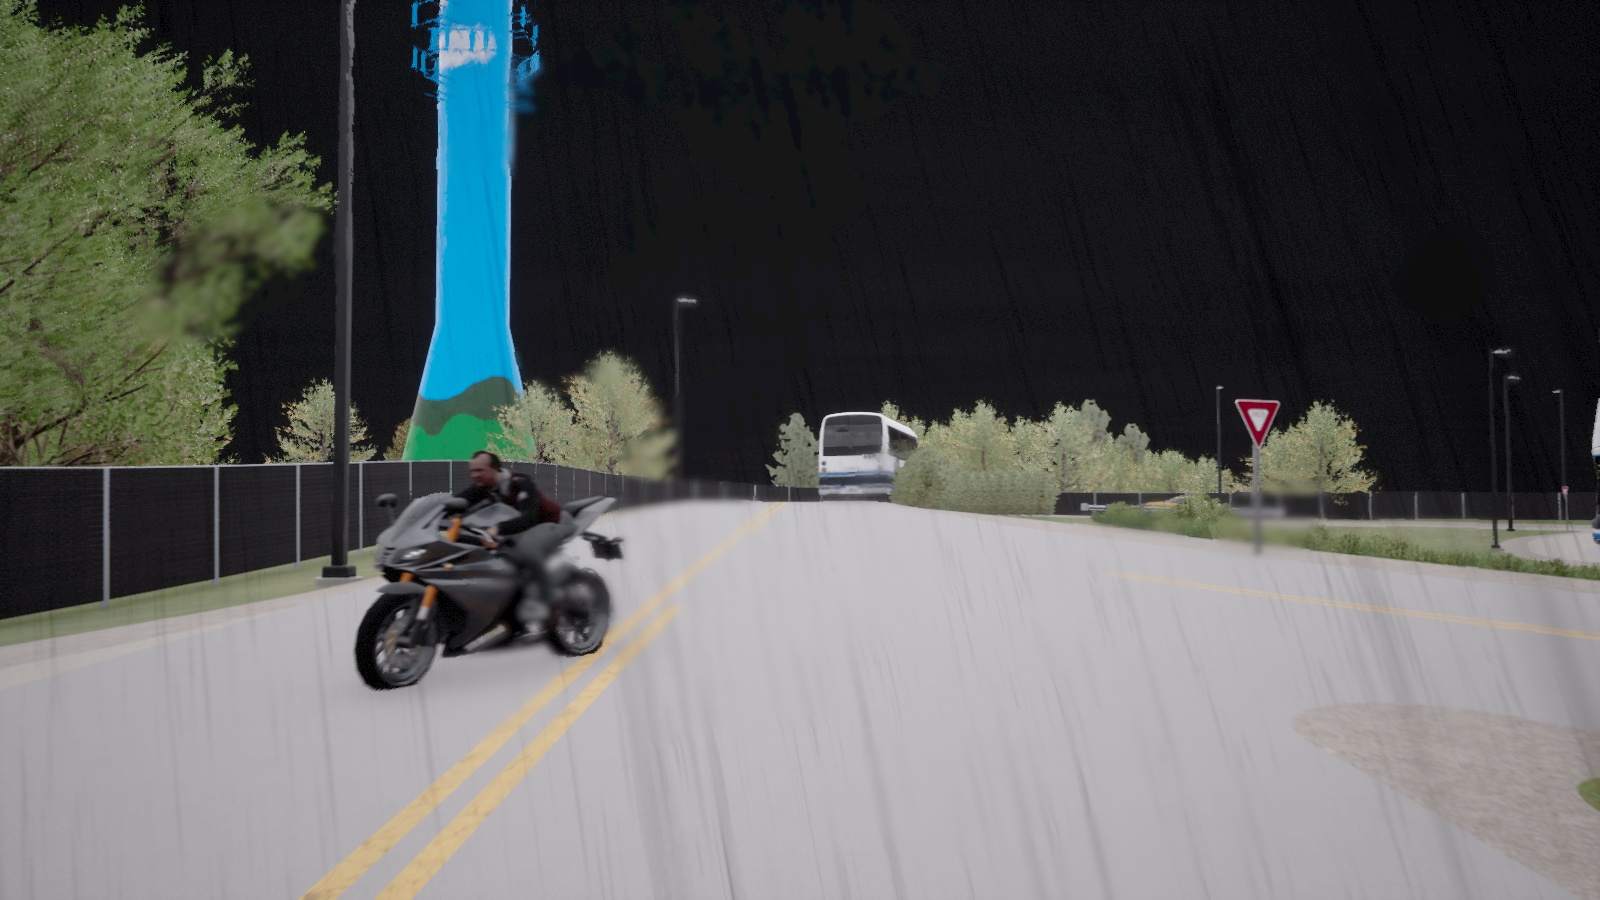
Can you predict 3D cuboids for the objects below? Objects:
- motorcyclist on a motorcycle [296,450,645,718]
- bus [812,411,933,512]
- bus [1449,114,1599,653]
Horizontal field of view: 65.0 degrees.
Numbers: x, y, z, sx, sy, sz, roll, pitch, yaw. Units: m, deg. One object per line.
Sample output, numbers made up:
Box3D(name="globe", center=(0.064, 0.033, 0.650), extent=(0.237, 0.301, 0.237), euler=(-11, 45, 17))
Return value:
Box3D(name="motorcyclist on a motorcycle", center=(-2.113, 0.776, 8.388), extent=(0.866, 1.530, 2.191), euler=(1, 0, 35))
Box3D(name="bus", center=(3.753, 0.763, 61.114), extent=(3.944, 4.253, 10.273), euler=(-1, -4, 14))
Box3D(name="bus", center=(10.154, -0.496, 7.734), extent=(3.944, 4.253, 10.273), euler=(1, 0, -34))
